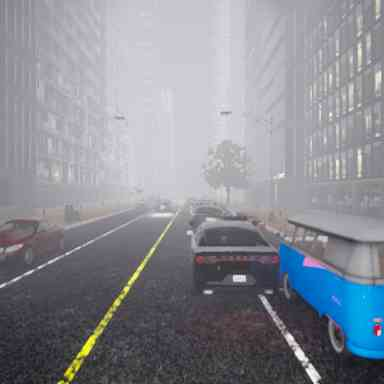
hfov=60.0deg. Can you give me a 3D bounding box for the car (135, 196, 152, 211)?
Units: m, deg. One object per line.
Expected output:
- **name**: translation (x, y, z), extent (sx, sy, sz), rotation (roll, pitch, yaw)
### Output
- **car**: translation (-5.745, 1.523, 39.855), extent (2.008, 1.369, 4.403), rotation (0, 0, 0)

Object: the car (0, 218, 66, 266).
- **car**: translation (-5.706, 1.575, 11.391), extent (1.802, 1.307, 4.206), rotation (0, 0, 0)

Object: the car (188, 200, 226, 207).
- **car**: translation (0.874, 1.466, 18.725), extent (1.882, 1.535, 5.008), rotation (0, 0, 0)

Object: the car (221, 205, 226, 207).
- **car**: translation (2.667, 1.571, 17.092), extent (1.802, 1.307, 4.206), rotation (0, 0, 0)

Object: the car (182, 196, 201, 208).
- **car**: translation (-0.052, 1.566, 45.801), extent (1.895, 1.301, 4.718), rotation (0, 0, 0)

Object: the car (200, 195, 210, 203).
- **car**: translation (2.597, 1.360, 68.324), extent (1.967, 1.590, 4.097), rotation (0, 0, 0)

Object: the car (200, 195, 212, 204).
- **car**: translation (2.605, 1.372, 62.632), extent (1.967, 1.590, 4.097), rotation (0, 0, 0)

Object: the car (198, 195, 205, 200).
- **car**: translation (2.566, 1.407, 91.095), extent (1.887, 1.381, 4.507), rotation (0, 0, 0)

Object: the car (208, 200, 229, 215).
- **car**: translation (2.643, 1.560, 34.170), extent (1.802, 1.307, 4.206), rotation (0, 0, 0)

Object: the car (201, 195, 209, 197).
- **car**: translation (2.628, 1.516, 45.555), extent (2.008, 1.369, 4.403), rotation (0, 0, 0)

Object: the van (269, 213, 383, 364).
- **van**: translation (2.683, 1.337, 5.708), extent (1.690, 1.788, 3.998), rotation (0, 0, 0)

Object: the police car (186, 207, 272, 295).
- **police car**: translation (0.888, 1.420, 8.835), extent (1.930, 1.638, 5.238), rotation (0, 0, 0)

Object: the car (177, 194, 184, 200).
- **car**: translation (-3.129, 1.348, 93.297), extent (2.128, 1.511, 4.902), rotation (0, 0, 0)

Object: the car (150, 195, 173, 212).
- **car**: translation (-3.152, 1.466, 38.052), extent (2.128, 1.511, 4.902), rotation (0, 0, 0)

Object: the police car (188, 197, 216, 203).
- **police car**: translation (0.866, 1.409, 24.835), extent (1.930, 1.638, 5.238), rotation (0, 0, 0)
